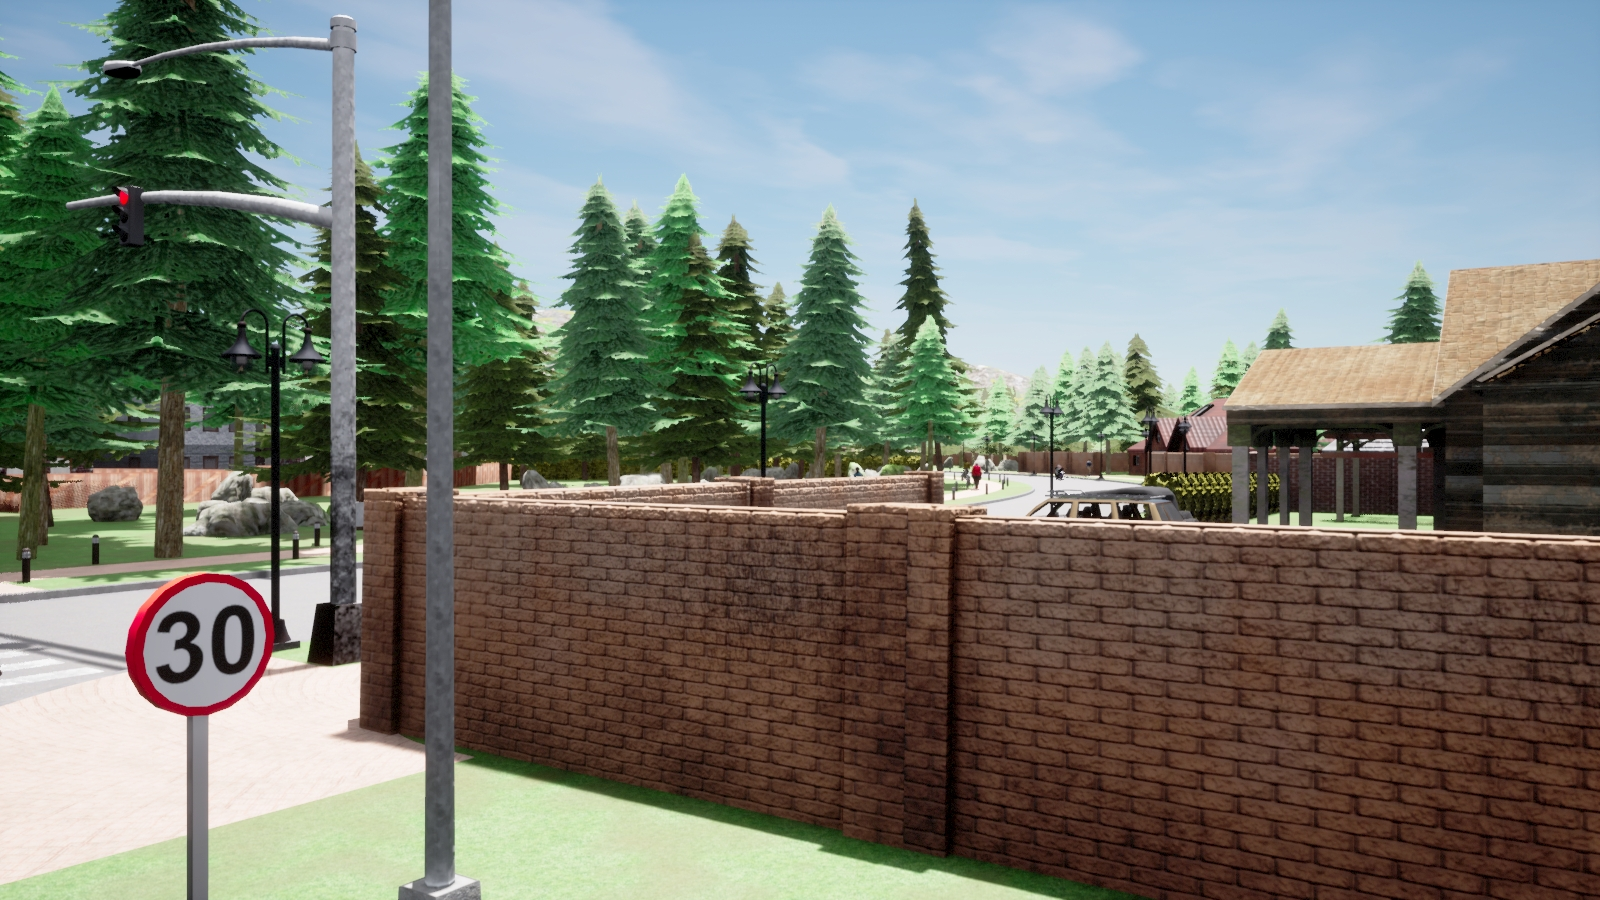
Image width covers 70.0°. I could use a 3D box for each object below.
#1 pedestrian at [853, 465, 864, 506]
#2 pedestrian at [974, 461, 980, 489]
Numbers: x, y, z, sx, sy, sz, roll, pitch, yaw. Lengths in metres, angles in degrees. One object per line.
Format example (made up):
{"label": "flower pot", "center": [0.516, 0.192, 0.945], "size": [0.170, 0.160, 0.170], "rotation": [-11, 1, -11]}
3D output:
{"label": "pedestrian", "center": [2.716, 1.645, 53.258], "size": [0.375, 1.860, 0.375], "rotation": [0, 0, 26]}
{"label": "pedestrian", "center": [11.594, 1.642, 74.992], "size": [0.375, 1.860, 0.375], "rotation": [0, 0, 13]}
